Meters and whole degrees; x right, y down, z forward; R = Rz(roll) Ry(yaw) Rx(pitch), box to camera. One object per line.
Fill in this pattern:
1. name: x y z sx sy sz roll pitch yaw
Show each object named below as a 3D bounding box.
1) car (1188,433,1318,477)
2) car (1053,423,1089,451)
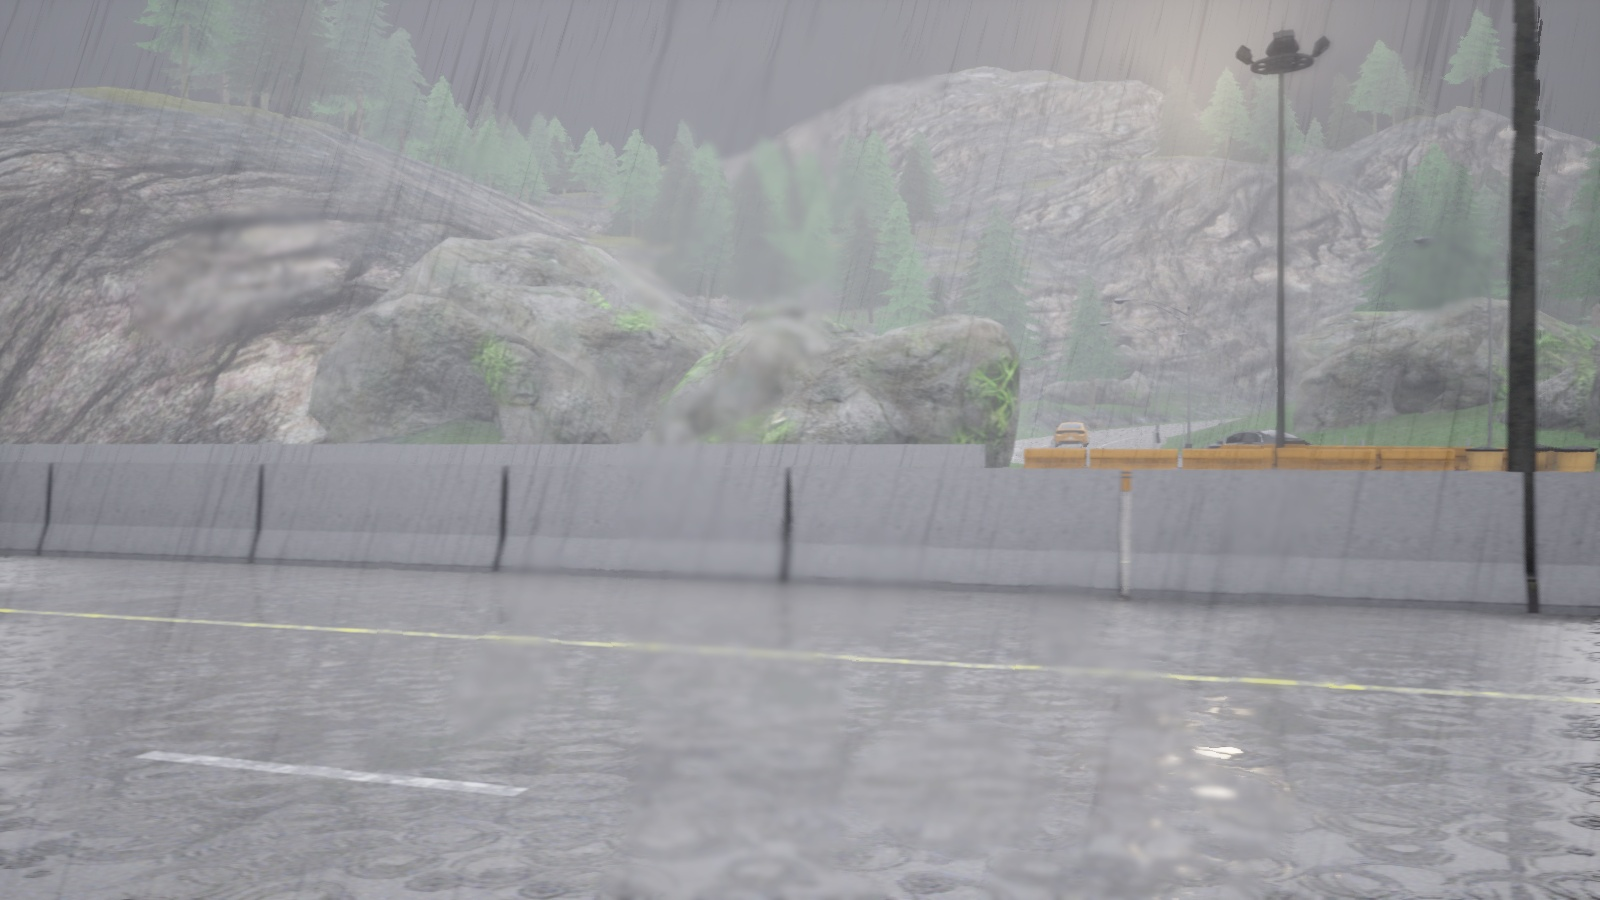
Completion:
1. car: 16.585 0.144 46.247 1.837 1.490 4.892 0 1 -19
2. car: 16.432 -0.836 76.036 1.882 1.535 5.008 0 2 15
